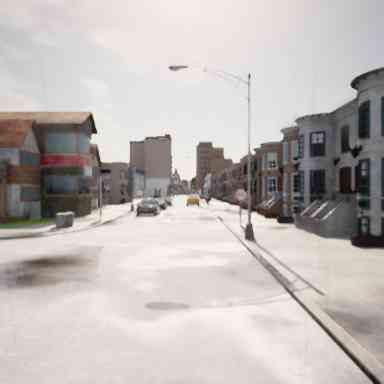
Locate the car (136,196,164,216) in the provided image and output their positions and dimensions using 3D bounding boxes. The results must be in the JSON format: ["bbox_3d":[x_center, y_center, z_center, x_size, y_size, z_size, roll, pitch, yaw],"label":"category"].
[{"bbox_3d":[-4.077,1.402,31.549,1.837,1.490,4.892,0,0,0],"label":"car"}]

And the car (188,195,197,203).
[{"bbox_3d":[0.096,1.311,65.720,1.812,1.442,4.674,0,0,0],"label":"car"}]

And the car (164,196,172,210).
[{"bbox_3d":[-4.062,1.413,41.299,2.033,1.411,5.357,0,0,0],"label":"car"}]

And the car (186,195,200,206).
[{"bbox_3d":[0.146,1.311,50.899,1.882,1.535,5.008,0,-1,0],"label":"car"}]
